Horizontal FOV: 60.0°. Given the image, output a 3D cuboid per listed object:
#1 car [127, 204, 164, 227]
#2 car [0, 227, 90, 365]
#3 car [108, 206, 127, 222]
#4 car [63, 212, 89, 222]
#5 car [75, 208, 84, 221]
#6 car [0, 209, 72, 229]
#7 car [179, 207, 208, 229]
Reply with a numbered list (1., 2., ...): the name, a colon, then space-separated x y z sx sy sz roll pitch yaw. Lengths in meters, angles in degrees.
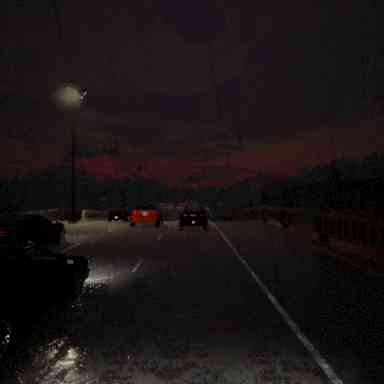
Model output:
1. car: -3.402 1.709 26.136 2.097 1.767 4.553 0 -2 0
2. car: -3.401 1.611 5.683 2.033 1.411 5.357 0 -1 0
3. car: -6.901 2.169 32.718 1.837 1.490 4.892 0 -3 0
4. car: -17.562 3.866 50.611 2.033 1.411 5.357 0 -7 0
5. car: -14.086 2.734 40.639 1.882 1.535 5.008 0 -5 0
6. car: -6.900 1.628 13.663 1.882 1.535 5.008 0 -1 0
7. car: 0.099 1.778 23.649 2.128 1.511 4.902 0 -1 0
